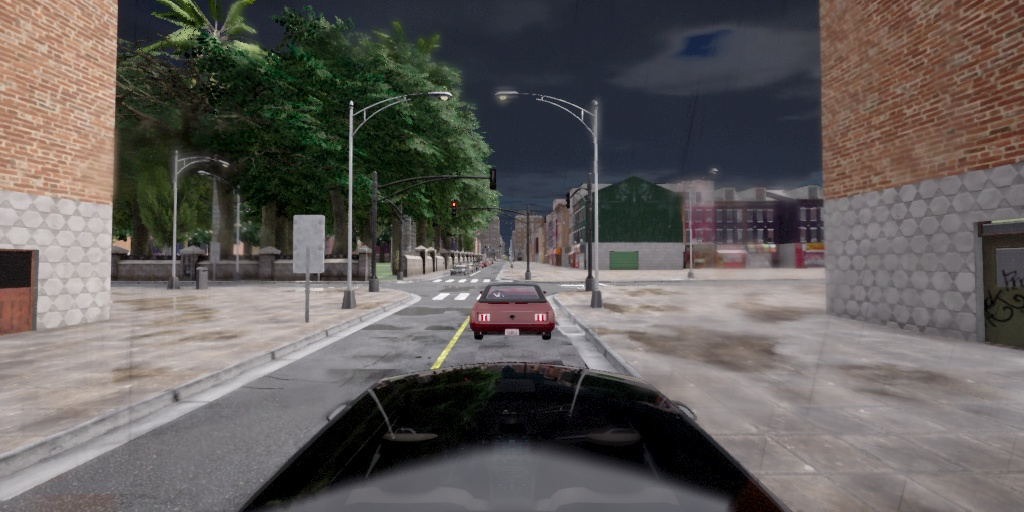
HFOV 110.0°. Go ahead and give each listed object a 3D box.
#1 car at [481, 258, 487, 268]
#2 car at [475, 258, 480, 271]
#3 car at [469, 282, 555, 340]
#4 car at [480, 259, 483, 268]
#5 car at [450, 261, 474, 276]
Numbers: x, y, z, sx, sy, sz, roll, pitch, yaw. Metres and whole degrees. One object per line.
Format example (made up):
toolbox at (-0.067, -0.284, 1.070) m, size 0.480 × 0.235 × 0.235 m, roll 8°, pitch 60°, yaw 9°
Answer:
car at (-5.721, 1.420, 61.895) m, size 1.802 × 1.307 × 4.207 m, roll 0°, pitch 0°, yaw 0°
car at (-5.581, 1.347, 45.546) m, size 2.007 × 1.370 × 4.403 m, roll 0°, pitch 0°, yaw 0°
car at (0.025, 1.355, 9.940) m, size 1.895 × 1.301 × 4.718 m, roll 0°, pitch 0°, yaw 0°
car at (-5.628, 1.373, 50.996) m, size 1.948 × 1.339 × 4.313 m, roll 0°, pitch 0°, yaw 0°
car at (-5.547, 1.334, 38.411) m, size 2.007 × 1.370 × 4.403 m, roll 0°, pitch 0°, yaw 0°
